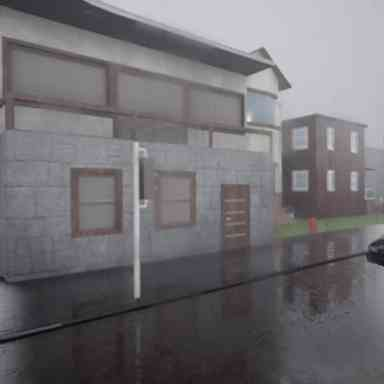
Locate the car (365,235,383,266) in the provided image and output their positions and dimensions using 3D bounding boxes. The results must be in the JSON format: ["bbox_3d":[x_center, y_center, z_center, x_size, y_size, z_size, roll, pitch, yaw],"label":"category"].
[{"bbox_3d":[7.421,1.456,10.118,5.357,1.411,2.033,-1,0,-37],"label":"car"}]
